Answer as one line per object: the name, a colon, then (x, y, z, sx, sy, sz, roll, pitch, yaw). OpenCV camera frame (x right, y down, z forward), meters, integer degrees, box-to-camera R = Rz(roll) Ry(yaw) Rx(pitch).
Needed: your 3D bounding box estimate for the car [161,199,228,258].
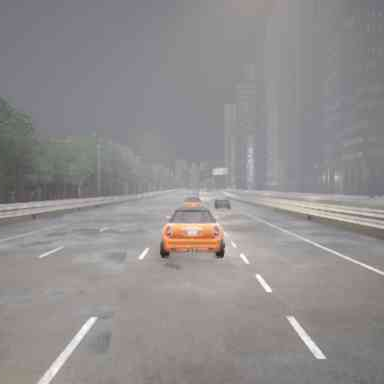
car: (0.018, 1.339, 12.939, 2.097, 1.767, 4.553, 0, 0, 0)

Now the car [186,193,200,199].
car: (0.112, 1.260, 32.609, 2.097, 1.767, 4.553, 0, 0, 0)

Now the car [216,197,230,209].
car: (3.787, 1.346, 42.420, 2.128, 1.511, 4.902, 0, 0, 1)
